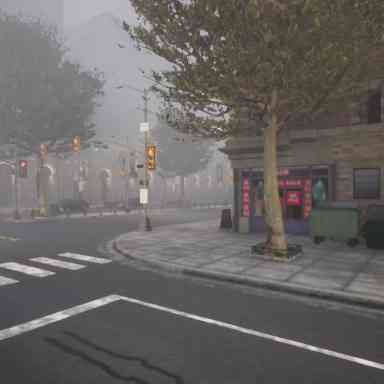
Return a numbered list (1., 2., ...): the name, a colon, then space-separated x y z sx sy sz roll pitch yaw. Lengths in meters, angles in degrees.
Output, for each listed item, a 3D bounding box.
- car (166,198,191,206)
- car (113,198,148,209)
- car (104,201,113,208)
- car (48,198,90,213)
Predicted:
1. car: -2.179 1.601 53.759 1.895 1.301 4.718 0 0 36
2. car: -8.070 1.526 45.563 1.812 1.442 4.674 0 0 36
3. car: -10.283 1.595 47.904 1.895 1.301 4.718 0 0 36
4. car: -13.908 1.505 37.471 1.837 1.490 4.892 0 0 36
